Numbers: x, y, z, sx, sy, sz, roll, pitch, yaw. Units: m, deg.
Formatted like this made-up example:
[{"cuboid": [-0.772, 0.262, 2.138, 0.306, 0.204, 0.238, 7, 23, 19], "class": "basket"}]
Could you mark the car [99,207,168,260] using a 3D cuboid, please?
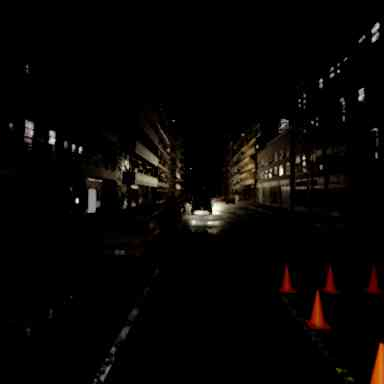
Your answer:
[{"cuboid": [-2.118, 1.506, 12.420, 1.752, 1.417, 4.829, 1, 0, 1], "class": "car"}]

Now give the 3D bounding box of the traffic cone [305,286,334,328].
[{"cuboid": [2.160, 1.983, 5.725, 0.340, 0.580, 0.340, 1, 0, 1], "class": "traffic cone"}]

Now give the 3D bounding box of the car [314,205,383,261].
[{"cuboid": [6.267, 1.393, 12.422, 2.192, 1.841, 5.009, 1, 0, 1], "class": "car"}]

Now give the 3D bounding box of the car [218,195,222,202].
[{"cuboid": [7.479, 1.648, 74.410, 1.887, 1.381, 4.507, 1, 0, 1], "class": "car"}]

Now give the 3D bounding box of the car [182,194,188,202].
[{"cuboid": [-1.669, 1.307, 35.132, 2.192, 1.841, 5.009, 1, 0, 1], "class": "car"}]

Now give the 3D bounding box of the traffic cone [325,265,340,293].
[{"cuboid": [3.198, 1.996, 7.705, 0.340, 0.580, 0.340, 1, 0, 1], "class": "traffic cone"}]

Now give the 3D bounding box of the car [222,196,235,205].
[{"cuboid": [7.262, 1.625, 63.310, 1.752, 1.417, 4.829, 1, 0, 1], "class": "car"}]

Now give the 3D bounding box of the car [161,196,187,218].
[{"cuboid": [-1.782, 1.429, 29.497, 1.967, 1.590, 4.097, 1, 0, 1], "class": "car"}]

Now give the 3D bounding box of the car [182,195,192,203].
[{"cuboid": [-1.008, 1.444, 68.943, 1.967, 1.590, 4.097, 1, 0, 1], "class": "car"}]

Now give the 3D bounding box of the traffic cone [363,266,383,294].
[{"cuboid": [4.198, 2.008, 7.686, 0.340, 0.580, 0.340, 1, 0, 1], "class": "traffic cone"}]

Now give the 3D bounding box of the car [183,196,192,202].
[{"cuboid": [-0.899, 1.550, 74.579, 1.887, 1.381, 4.507, 1, 0, 1], "class": "car"}]

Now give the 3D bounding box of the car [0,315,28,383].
[{"cuboid": [-2.337, 1.539, 1.319, 1.947, 1.339, 4.313, 1, 0, 1], "class": "car"}]

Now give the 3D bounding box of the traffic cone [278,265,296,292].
[{"cuboid": [2.199, 1.985, 7.724, 0.340, 0.580, 0.340, 1, 0, 1], "class": "traffic cone"}]

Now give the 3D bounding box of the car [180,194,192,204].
[{"cuboid": [-1.116, 1.317, 63.309, 2.192, 1.841, 5.009, 1, 0, 1], "class": "car"}]

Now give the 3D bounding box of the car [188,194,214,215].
[{"cuboid": [1.019, 1.244, 35.076, 2.150, 2.045, 5.566, 1, 0, 1], "class": "car"}]

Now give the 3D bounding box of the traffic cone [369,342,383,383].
[{"cuboid": [2.121, 1.982, 3.726, 0.340, 0.580, 0.340, 1, 0, 1], "class": "traffic cone"}]
